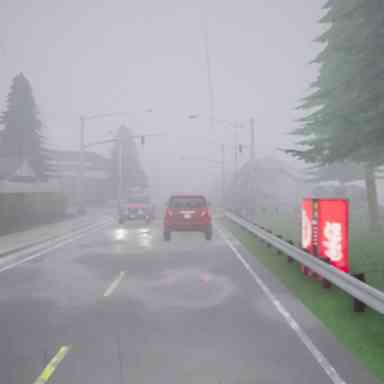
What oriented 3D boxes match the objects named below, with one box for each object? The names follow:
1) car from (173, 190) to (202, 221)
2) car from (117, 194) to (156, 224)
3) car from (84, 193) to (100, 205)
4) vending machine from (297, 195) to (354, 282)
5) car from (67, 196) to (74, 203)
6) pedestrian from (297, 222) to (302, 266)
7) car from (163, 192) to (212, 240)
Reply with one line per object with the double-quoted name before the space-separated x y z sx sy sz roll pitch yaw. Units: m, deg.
"car" -0.416 1.003 27.314 2.150 2.045 5.566 0 3 -2
"car" -3.831 1.176 24.011 2.150 2.045 5.566 0 0 -1
"car" -15.250 1.048 50.462 1.905 1.878 3.866 0 0 -2
"vending machine" 3.397 1.135 8.562 1.100 2.100 0.880 0 0 -1
"car" -21.018 1.205 54.657 2.242 1.667 4.611 0 0 -2
"pedestrian" 3.165 1.430 9.490 0.375 1.300 0.375 0 0 -1
"car" -0.198 1.115 16.523 2.150 2.045 5.566 0 0 0
